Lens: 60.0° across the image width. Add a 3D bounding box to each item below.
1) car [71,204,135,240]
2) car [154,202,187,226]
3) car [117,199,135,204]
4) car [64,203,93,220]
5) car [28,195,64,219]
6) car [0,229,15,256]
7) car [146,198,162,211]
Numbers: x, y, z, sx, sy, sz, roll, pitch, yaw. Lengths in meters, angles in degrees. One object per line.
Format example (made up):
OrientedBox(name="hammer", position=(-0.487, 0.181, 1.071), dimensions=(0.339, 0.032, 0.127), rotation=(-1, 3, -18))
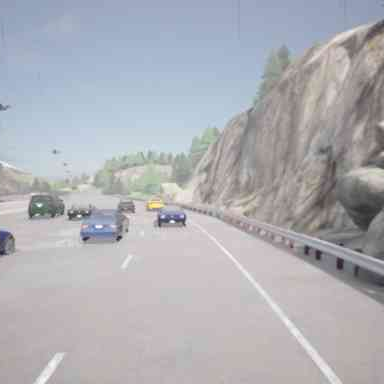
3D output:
OrientedBox(name="car", position=(-4.316, 1.562, 17.040), dimensions=(2.033, 1.411, 5.357), rotation=(0, 0, -6))
OrientedBox(name="car", position=(-1.533, 1.611, 23.475), dimensions=(1.895, 1.301, 4.718), rotation=(0, 0, -7))
OrientedBox(name="car", position=(-7.424, 1.518, 37.491), dimensions=(2.128, 1.511, 4.902), rotation=(0, 0, -12))
OrientedBox(name="car", position=(-9.363, 1.629, 28.800), dimensions=(1.895, 1.301, 4.718), rotation=(0, 0, -9))
OrientedBox(name="car", position=(-13.168, 1.258, 30.358), dimensions=(2.150, 2.045, 5.566), rotation=(0, 0, -10))
OrientedBox(name="car", position=(-7.337, 1.545, 10.301), dimensions=(1.812, 1.442, 4.674), rotation=(0, 0, -3))
OrientedBox(name="car", position=(-4.691, 1.499, 41.442), dimensions=(1.882, 1.535, 5.008), rotation=(0, 0, -12))
